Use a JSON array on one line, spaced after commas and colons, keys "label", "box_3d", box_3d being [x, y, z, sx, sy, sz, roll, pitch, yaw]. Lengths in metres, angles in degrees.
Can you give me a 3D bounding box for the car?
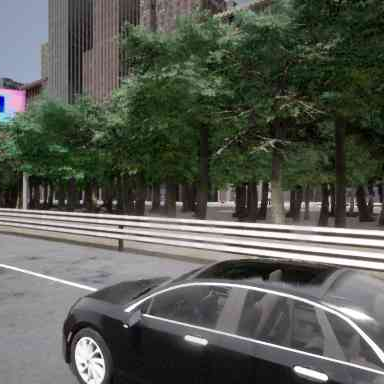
[{"label": "car", "box_3d": [0.576, 1.505, 3.585, 4.892, 1.490, 1.837, 0, 0, 36]}]
